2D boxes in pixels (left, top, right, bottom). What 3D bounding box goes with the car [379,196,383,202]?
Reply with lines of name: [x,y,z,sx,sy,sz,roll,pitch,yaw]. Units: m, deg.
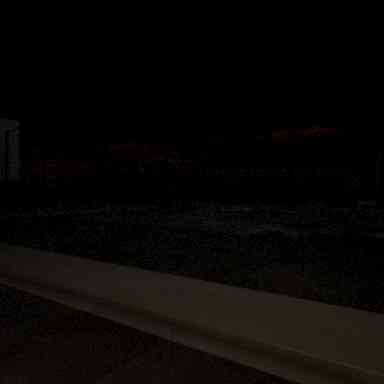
car: [48.377,1.732,80.761,4.974,1.542,2.038,1,1,-4]

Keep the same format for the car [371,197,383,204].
car: [37.319,1.572,65.532,1.853,1.218,4.536,1,1,6]

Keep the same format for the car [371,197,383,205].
car: [37.312,1.730,65.482,2.038,1.542,4.974,1,1,6]
